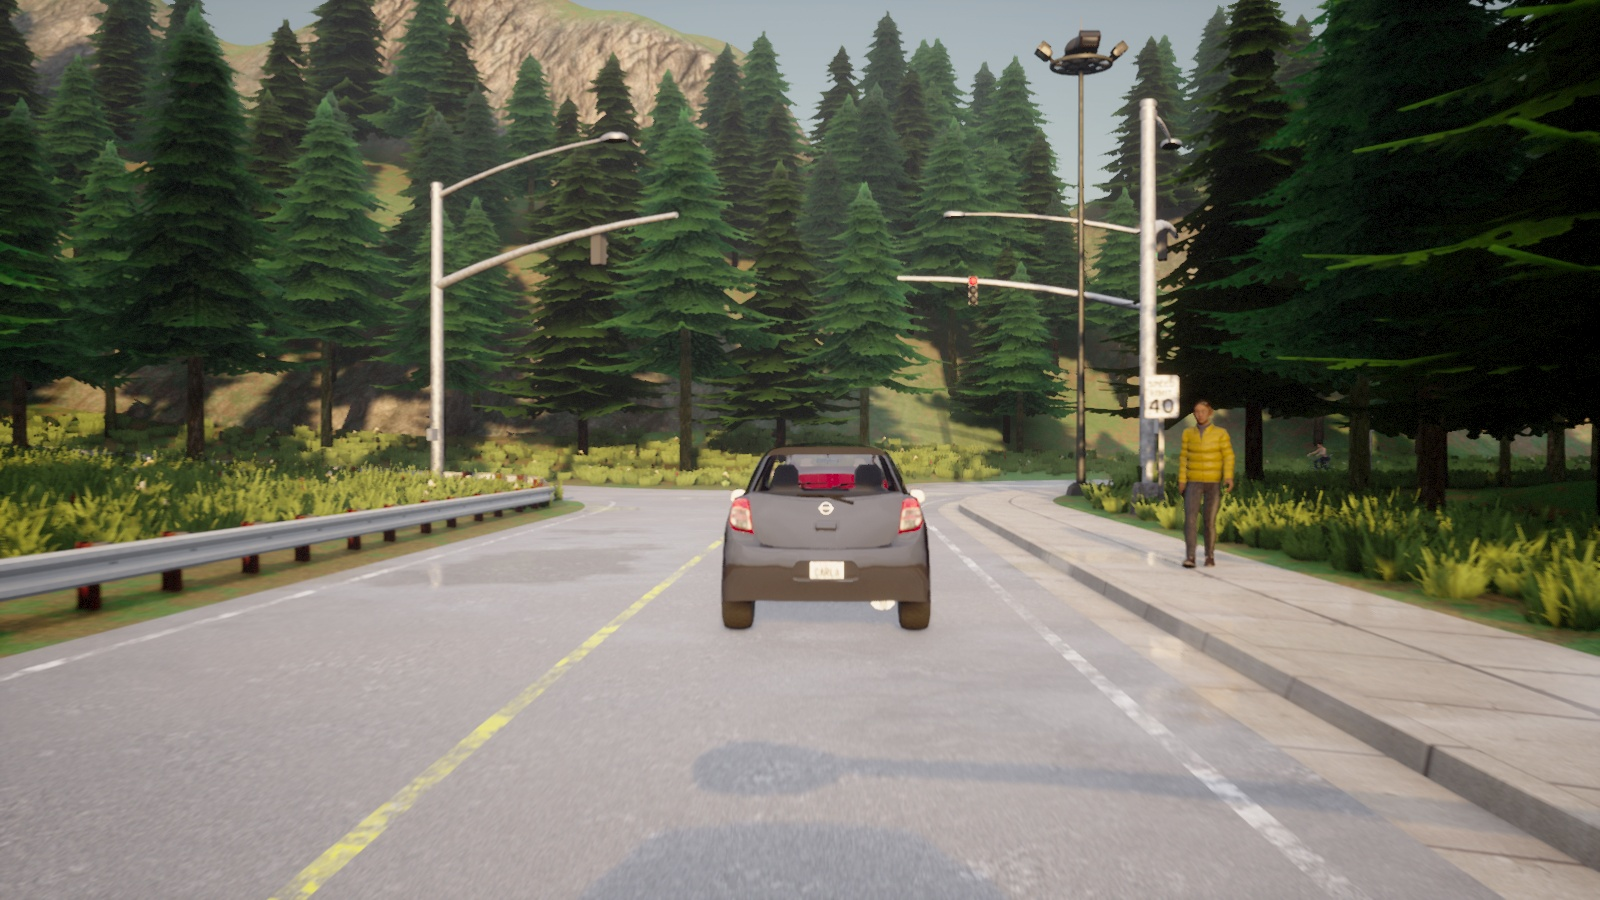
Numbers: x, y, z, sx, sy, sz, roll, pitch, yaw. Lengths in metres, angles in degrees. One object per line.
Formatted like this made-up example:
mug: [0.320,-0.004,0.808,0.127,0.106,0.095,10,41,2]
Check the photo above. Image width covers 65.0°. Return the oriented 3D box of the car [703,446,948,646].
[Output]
car: [0.242,0.715,11.262,1.845,1.501,3.633,0,0,2]

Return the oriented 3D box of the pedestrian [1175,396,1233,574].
pedestrian: [4.302,0.359,13.365,0.431,1.840,0.709,0,0,32]
